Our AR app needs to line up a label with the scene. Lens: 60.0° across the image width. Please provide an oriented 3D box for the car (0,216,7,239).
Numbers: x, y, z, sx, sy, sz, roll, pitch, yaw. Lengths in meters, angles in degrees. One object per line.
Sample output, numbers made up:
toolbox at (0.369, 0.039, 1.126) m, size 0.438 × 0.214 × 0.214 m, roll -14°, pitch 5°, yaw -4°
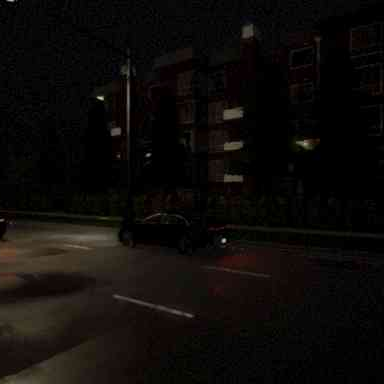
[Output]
car at (-10.783, 1.505, 15.969) m, size 4.902 × 1.511 × 2.128 m, roll 0°, pitch 0°, yaw 35°

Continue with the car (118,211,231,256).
car at (-0.838, 1.498, 13.168) m, size 4.902 × 1.511 × 2.128 m, roll 0°, pitch 0°, yaw 36°
